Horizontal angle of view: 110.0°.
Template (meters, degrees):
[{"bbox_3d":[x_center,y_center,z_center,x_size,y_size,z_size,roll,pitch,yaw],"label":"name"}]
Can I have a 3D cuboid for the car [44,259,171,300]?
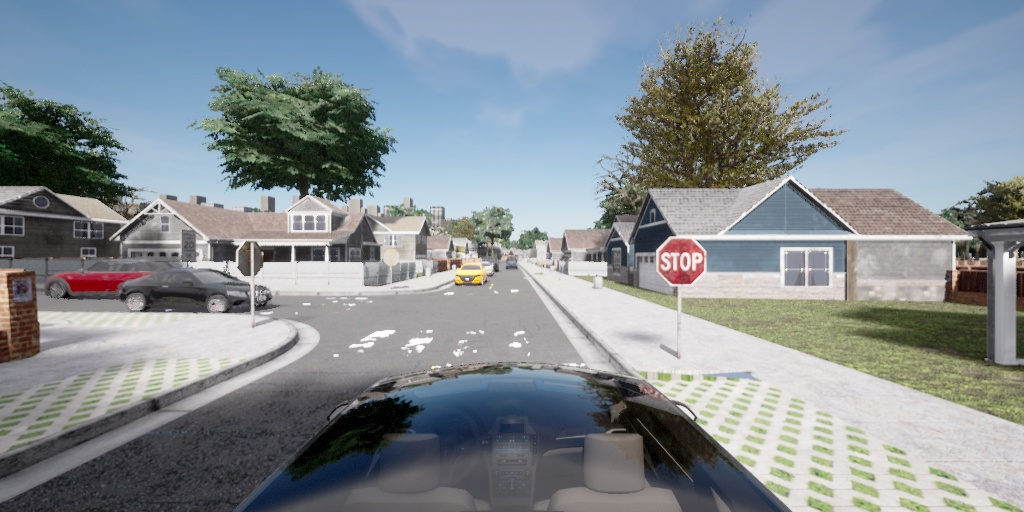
[{"bbox_3d":[-17.193,0.924,15.684,4.553,1.767,2.097,1,0,0],"label":"car"}]

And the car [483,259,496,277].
[{"bbox_3d":[-2.871,1.338,36.597,1.812,1.442,4.674,0,0,0],"label":"car"}]

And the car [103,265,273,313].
[{"bbox_3d":[-10.910,1.170,12.482,4.674,1.442,1.812,1,0,4],"label":"car"}]

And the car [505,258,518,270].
[{"bbox_3d":[-0.037,1.418,57.159,2.033,1.411,5.357,0,0,0],"label":"car"}]

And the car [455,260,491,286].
[{"bbox_3d":[-2.899,1.271,26.273,1.882,1.535,5.008,0,0,2],"label":"car"}]

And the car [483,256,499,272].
[{"bbox_3d":[-2.868,1.059,47.229,2.150,2.045,5.566,0,0,0],"label":"car"}]
